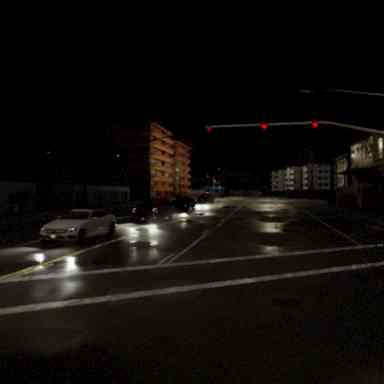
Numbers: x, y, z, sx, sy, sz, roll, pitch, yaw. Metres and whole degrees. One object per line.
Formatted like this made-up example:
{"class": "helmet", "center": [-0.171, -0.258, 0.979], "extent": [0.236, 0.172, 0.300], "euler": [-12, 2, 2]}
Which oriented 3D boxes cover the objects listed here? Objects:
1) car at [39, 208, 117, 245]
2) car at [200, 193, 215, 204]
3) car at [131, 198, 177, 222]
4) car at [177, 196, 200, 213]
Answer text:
{"class": "car", "center": [-5.148, 1.515, 15.810], "extent": [1.812, 1.442, 4.674], "euler": [0, 0, 13]}
{"class": "car", "center": [2.059, 0.899, 47.795], "extent": [2.128, 1.511, 4.902], "euler": [0, 1, 13]}
{"class": "car", "center": [-2.964, 1.272, 25.541], "extent": [2.097, 1.767, 4.553], "euler": [0, 1, 13]}
{"class": "car", "center": [-0.902, 1.227, 34.683], "extent": [1.882, 1.535, 5.008], "euler": [0, 2, 13]}
